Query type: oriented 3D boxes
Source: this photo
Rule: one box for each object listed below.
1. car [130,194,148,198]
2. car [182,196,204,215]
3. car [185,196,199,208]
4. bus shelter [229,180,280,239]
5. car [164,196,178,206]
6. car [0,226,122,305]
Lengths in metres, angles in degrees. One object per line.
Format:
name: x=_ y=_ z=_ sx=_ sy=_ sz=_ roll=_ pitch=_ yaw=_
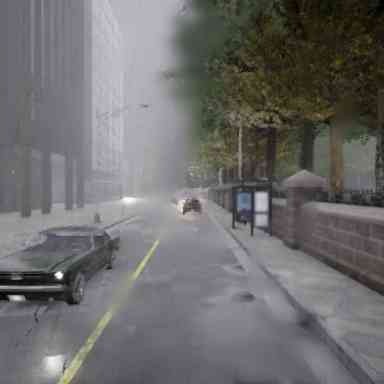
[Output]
car: x=-14.964 y=1.023 z=93.983 sx=4.829 sy=1.417 sz=1.752 roll=1 pitch=0 yaw=0
car: x=0.052 y=1.389 z=32.363 sx=1.837 sy=1.490 sz=4.892 roll=0 pitch=1 yaw=1
car: x=0.029 y=1.312 z=46.075 sx=1.882 sy=1.535 sz=5.008 roll=0 pitch=0 yaw=0
bus shelter: x=3.130 y=0.809 z=17.345 sx=1.920 sy=2.740 sz=3.880 roll=0 pitch=0 yaw=0
car: x=-3.082 y=1.365 z=50.484 sx=2.033 sy=1.411 sz=5.357 roll=0 pitch=0 yaw=0
car: x=-3.105 y=1.567 z=8.098 sx=1.895 sy=1.301 sz=4.718 roll=0 pitch=0 yaw=0
